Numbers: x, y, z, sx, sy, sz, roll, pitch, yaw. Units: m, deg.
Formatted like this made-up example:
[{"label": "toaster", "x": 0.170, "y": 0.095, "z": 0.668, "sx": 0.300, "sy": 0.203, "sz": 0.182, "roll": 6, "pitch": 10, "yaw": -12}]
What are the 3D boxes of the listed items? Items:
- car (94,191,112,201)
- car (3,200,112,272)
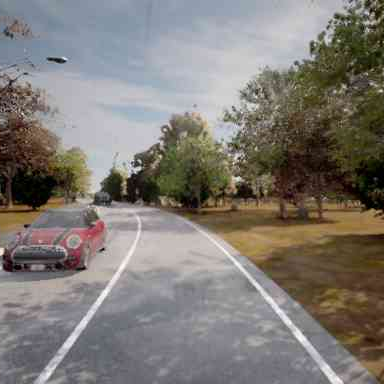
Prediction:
[{"label": "car", "x": -14.103, "y": 0.944, "z": 52.455, "sx": 2.150, "sy": 2.045, "sz": 5.566, "roll": 2, "pitch": 0, "yaw": -22}, {"label": "car", "x": -4.100, "y": 1.320, "z": 10.698, "sx": 2.097, "sy": 1.767, "sz": 4.553, "roll": 0, "pitch": 0, "yaw": -5}]
